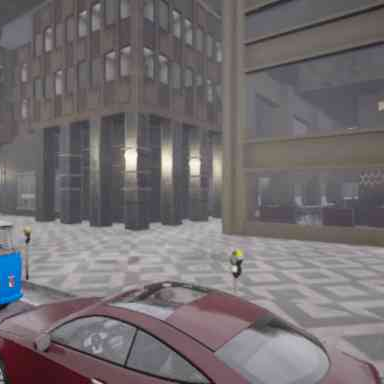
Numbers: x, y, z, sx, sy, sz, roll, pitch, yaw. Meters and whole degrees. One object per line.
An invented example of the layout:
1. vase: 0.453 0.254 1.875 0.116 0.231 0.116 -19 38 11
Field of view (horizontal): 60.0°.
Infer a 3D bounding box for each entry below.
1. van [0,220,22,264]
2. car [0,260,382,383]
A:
1. van: -4.995 1.357 6.511 3.998 1.788 1.690 0 0 35
2. car: -0.430 1.586 3.264 4.206 1.307 1.802 0 0 35
